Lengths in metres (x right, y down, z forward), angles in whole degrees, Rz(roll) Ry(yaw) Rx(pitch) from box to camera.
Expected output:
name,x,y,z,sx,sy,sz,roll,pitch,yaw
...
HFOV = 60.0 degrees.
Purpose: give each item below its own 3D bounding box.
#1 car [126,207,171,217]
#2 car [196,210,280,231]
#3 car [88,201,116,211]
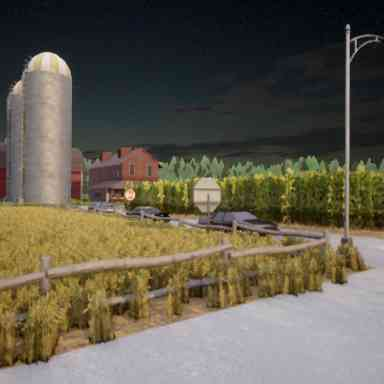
name,x,y,z,sx,sy,sz,roll,pitch,yaw
car,-3.551,1.865,26.958,1.895,1.301,4.718,1,-1,-36
car,2.412,1.753,18.681,2.033,1.411,5.357,1,-1,-36
car,-9.602,1.774,35.420,2.128,1.511,4.902,1,0,-35
